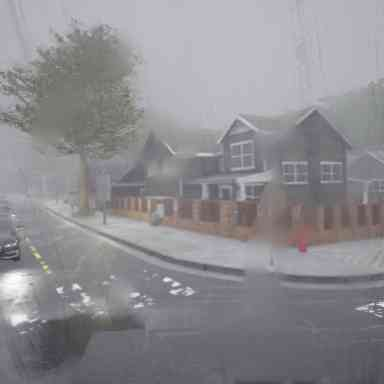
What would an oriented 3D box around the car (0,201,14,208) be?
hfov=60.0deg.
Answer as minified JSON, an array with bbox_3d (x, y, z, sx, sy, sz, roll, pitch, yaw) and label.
[{"bbox_3d":[-13.104,1.593,22.173,2.033,1.411,5.357,-3,1,-29],"label":"car"}]

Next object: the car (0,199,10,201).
[{"bbox_3d":[-19.925,1.544,35.014,1.837,1.490,4.892,-2,1,-27],"label":"car"}]

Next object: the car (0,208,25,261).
[{"bbox_3d":[-7.223,1.572,11.884,1.837,1.490,4.892,-3,1,-30],"label":"car"}]
